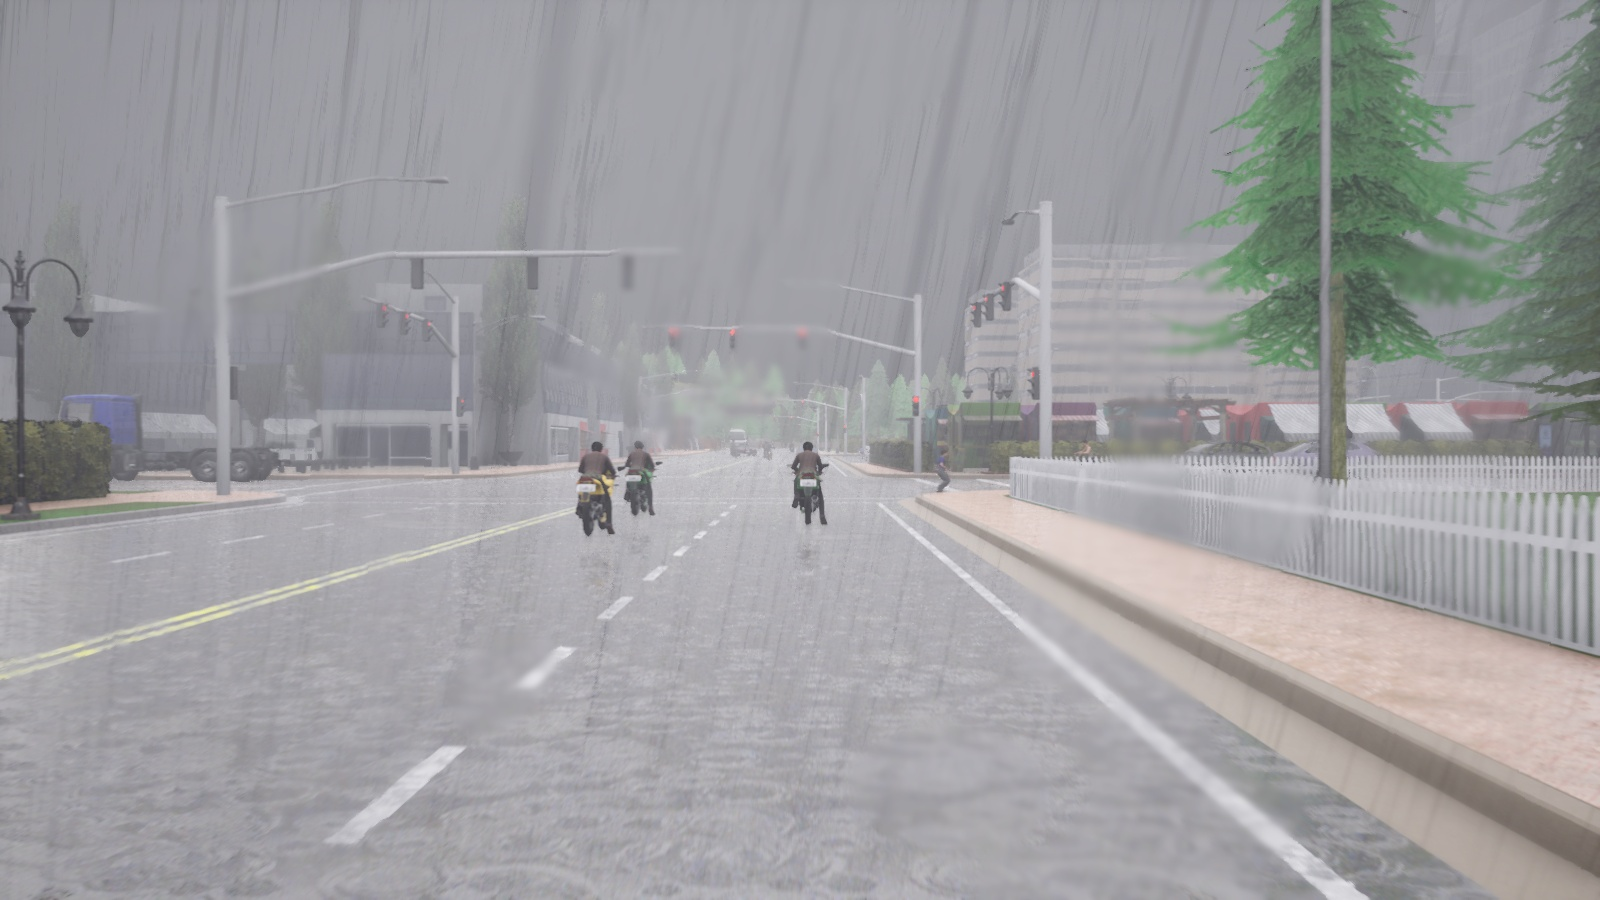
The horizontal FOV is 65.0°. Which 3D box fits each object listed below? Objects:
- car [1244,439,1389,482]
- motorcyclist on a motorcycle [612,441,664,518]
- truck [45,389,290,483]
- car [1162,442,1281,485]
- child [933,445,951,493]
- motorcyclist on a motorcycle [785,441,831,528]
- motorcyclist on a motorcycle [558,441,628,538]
[{"bbox_3d":[20.197,0.415,49.229,4.856,1.649,2.033,0,0,-1],"label":"car"},{"bbox_3d":[-3.337,0.579,26.018,0.797,1.523,2.044,0,0,0],"label":"motorcyclist on a motorcycle"},{"bbox_3d":[-24.293,-0.529,48.615,7.936,3.462,2.891,0,0,-9],"label":"truck"},{"bbox_3d":[15.289,0.480,45.631,3.705,1.549,1.789,0,0,-1],"label":"car"},{"bbox_3d":[3.790,0.508,33.465,0.437,1.263,0.270,0,0,-3],"label":"child"},{"bbox_3d":[0.146,0.599,22.996,0.797,1.523,2.044,0,0,0],"label":"motorcyclist on a motorcycle"},{"bbox_3d":[-3.368,0.610,20.630,0.797,1.523,2.044,0,0,0],"label":"motorcyclist on a motorcycle"}]
